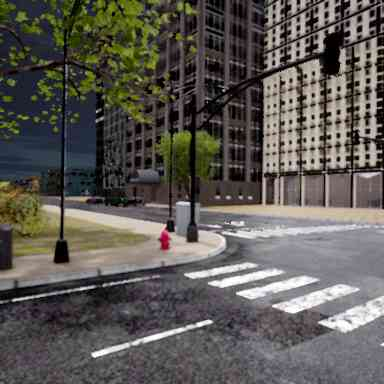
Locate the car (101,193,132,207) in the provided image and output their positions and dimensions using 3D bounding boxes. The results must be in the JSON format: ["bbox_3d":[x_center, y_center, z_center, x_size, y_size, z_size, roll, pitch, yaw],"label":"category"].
[{"bbox_3d":[-11.818,1.214,51.638,2.150,2.045,5.566,1,-1,-33],"label":"car"}]

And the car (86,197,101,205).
[{"bbox_3d":[-17.592,1.524,60.217,2.033,1.411,5.357,1,-1,-34],"label":"car"}]

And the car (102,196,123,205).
[{"bbox_3d":[-14.893,1.577,62.026,2.033,1.411,5.357,1,-1,-34],"label":"car"}]

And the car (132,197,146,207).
[{"bbox_3d":[-9.091,1.537,53.371,2.128,1.511,4.902,1,-1,-34],"label":"car"}]
